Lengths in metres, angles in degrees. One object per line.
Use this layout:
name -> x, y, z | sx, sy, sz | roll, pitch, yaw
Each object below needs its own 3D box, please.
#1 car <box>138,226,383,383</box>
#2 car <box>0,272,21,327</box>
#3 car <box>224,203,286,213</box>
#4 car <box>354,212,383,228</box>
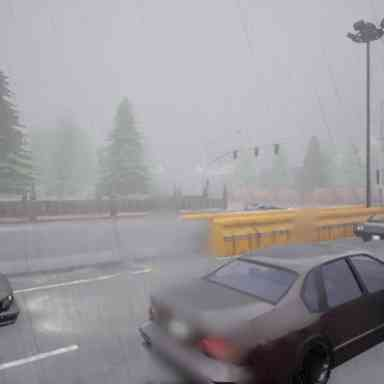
car -> 1.901, 1.527, 5.093 | 5.357, 1.411, 2.033 | 0, 0, -35
car -> -5.287, 1.539, 4.274 | 5.357, 1.411, 2.033 | 0, 0, -35
car -> 3.531, 1.405, 19.308 | 4.902, 1.511, 2.128 | 0, 0, -35
car -> 9.122, 1.502, 14.479 | 4.718, 1.301, 1.895 | 0, 0, -35
